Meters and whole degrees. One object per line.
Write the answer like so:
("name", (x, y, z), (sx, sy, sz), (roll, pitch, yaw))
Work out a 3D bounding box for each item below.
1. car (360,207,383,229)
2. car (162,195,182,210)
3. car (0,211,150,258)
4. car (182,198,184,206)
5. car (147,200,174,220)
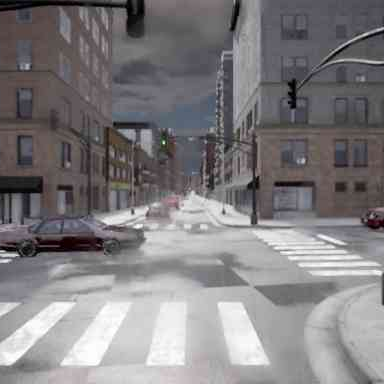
("car", (12.134, 1.224, 18.425), (5.009, 1.841, 2.192), (-1, 1, 0))
("car", (-2.960, 1.502, 47.382), (2.150, 2.045, 5.566), (0, 0, 0))
("car", (-4.526, 1.642, 12.679), (5.357, 1.411, 2.033), (-1, 0, 0))
("car", (-2.820, 1.737, 64.882), (2.150, 2.045, 5.566), (0, 0, 0))
("car", (-3.015, 1.734, 30.296), (1.994, 1.385, 4.181), (0, 0, 0))
